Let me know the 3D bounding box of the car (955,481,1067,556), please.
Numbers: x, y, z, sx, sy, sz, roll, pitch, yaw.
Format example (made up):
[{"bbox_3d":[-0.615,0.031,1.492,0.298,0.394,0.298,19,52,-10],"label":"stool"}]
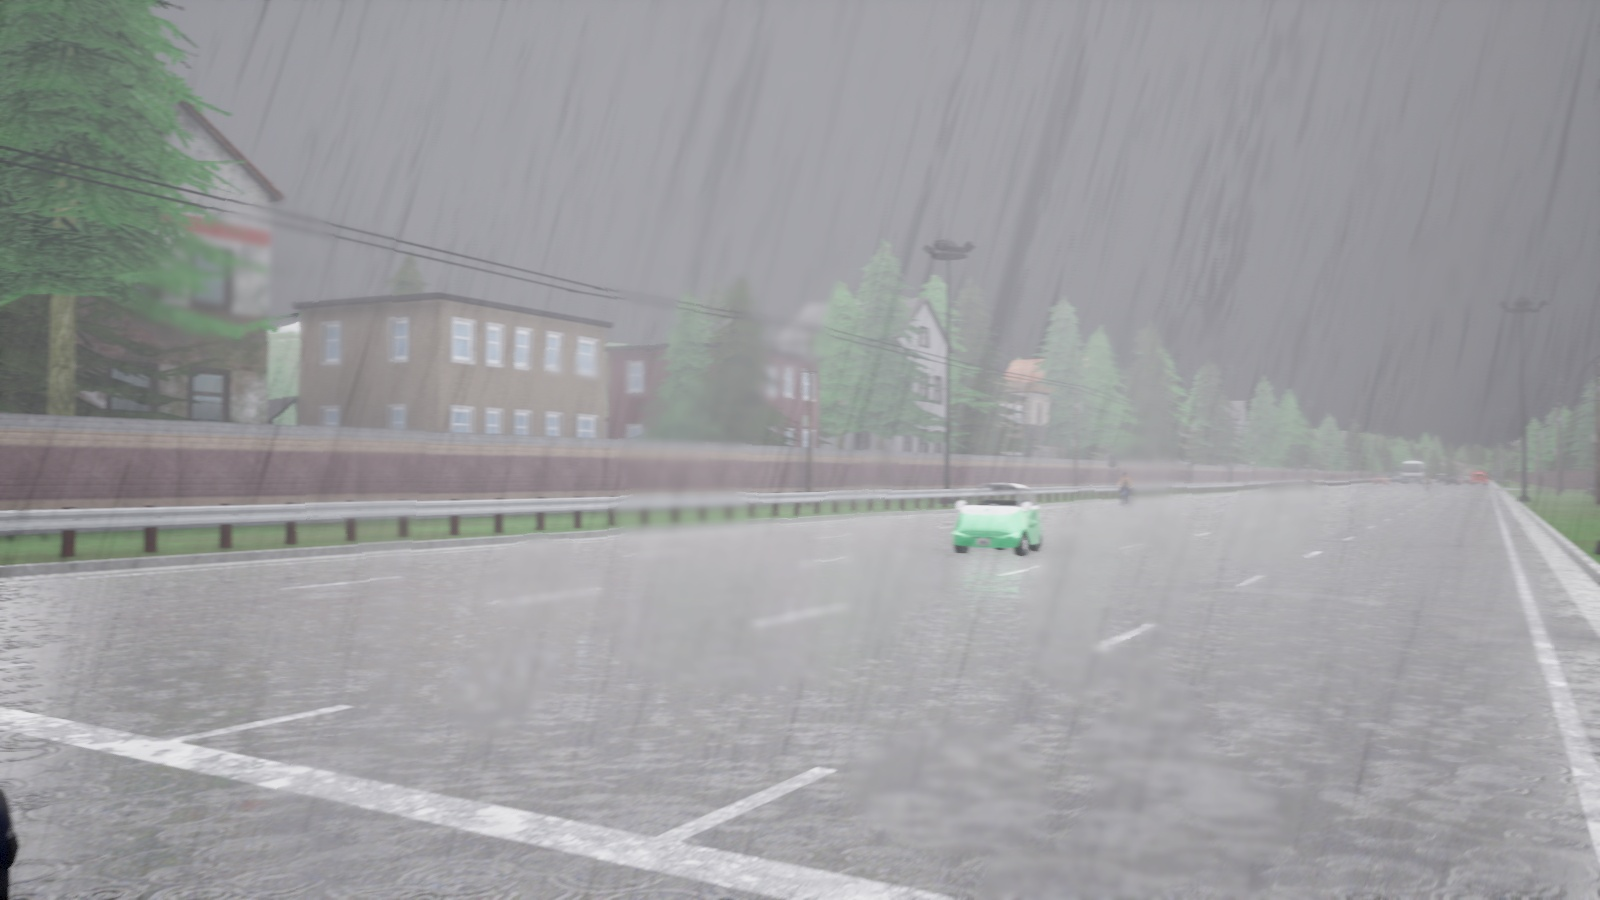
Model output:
[{"bbox_3d":[4.136,1.288,24.452,1.481,1.376,2.207,-1,-1,29],"label":"car"}]

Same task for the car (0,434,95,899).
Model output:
[{"bbox_3d":[-3.409,0.743,1.891,1.851,1.617,3.988,0,-1,14],"label":"car"}]
